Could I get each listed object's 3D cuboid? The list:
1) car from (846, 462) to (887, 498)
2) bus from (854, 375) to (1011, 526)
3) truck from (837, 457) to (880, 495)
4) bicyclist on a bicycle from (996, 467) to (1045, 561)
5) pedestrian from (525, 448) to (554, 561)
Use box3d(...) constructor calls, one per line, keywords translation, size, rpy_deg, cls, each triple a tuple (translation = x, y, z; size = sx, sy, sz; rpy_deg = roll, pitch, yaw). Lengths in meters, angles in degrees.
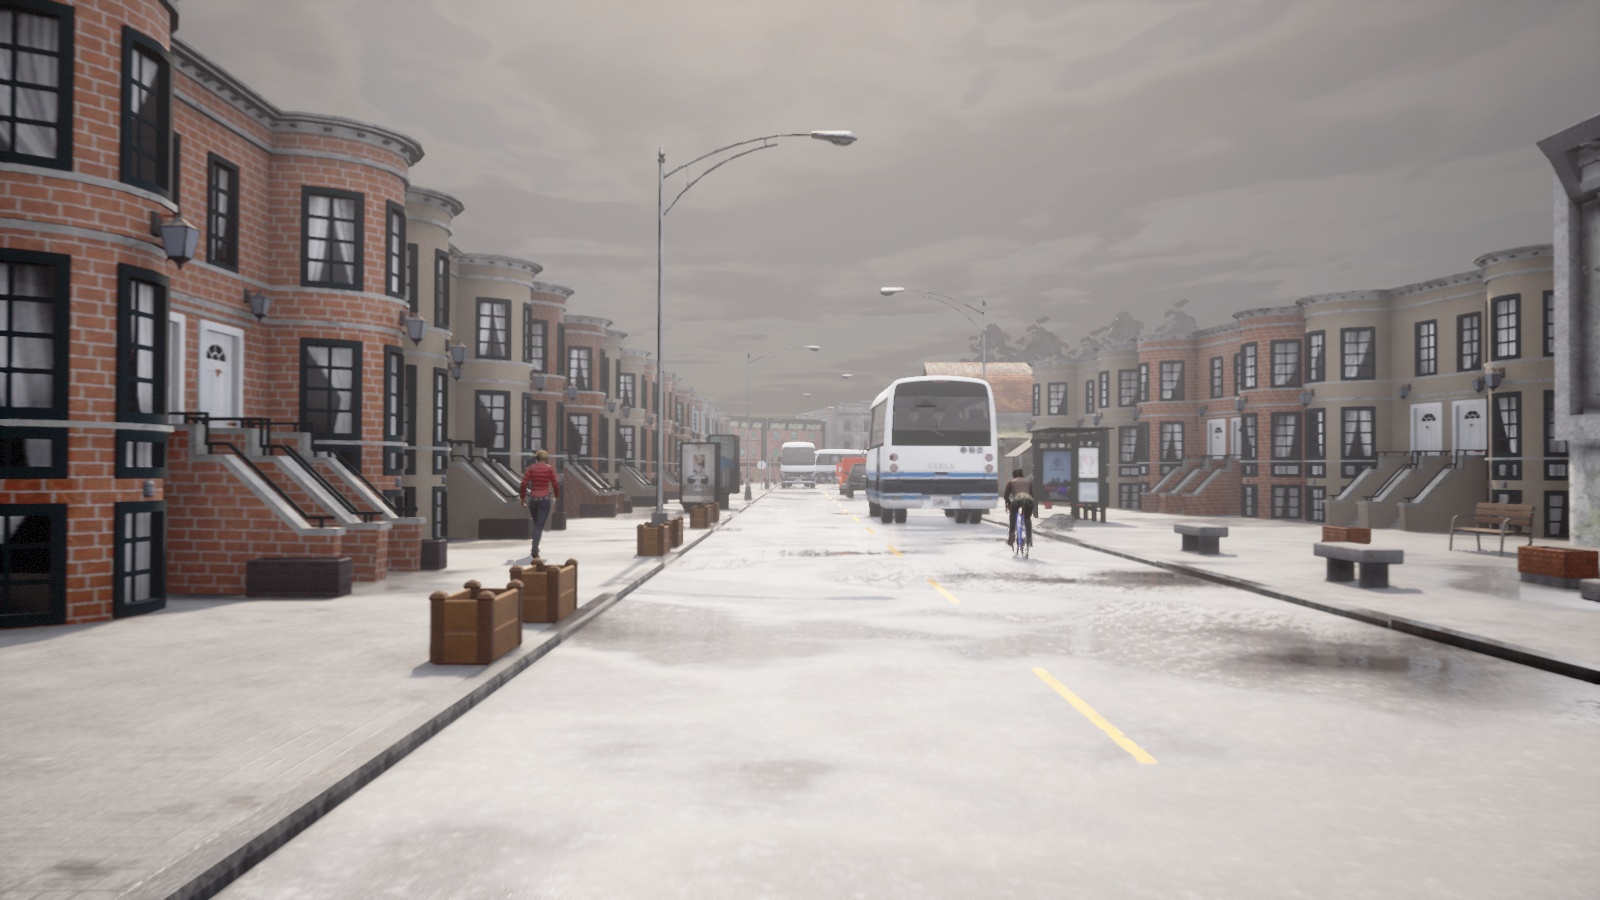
box3d(translation=(3.910, 1.769, 74.750), size=(2.150, 2.045, 5.566), rpy_deg=(0, -1, 0), cls="car")
box3d(translation=(3.936, 0.100, 40.461), size=(3.944, 4.253, 10.273), rpy_deg=(0, -1, 0), cls="bus")
box3d(translation=(3.897, 1.733, 84.864), size=(2.627, 2.467, 5.204), rpy_deg=(0, -1, 0), cls="truck")
box3d(translation=(3.956, 1.131, 22.669), size=(0.582, 1.620, 1.656), rpy_deg=(0, -1, 0), cls="bicyclist on a bicycle")
box3d(translation=(-4.324, 0.891, 20.853), size=(0.331, 1.846, 0.636), rpy_deg=(0, -1, 2), cls="pedestrian")
